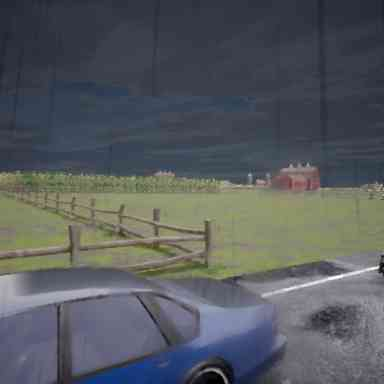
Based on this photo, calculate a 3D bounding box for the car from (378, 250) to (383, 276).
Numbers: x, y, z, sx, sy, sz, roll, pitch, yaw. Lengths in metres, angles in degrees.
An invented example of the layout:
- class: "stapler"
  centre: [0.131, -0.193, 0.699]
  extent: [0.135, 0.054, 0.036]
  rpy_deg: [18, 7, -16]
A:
- class: "car"
  centre: [6.717, 1.580, 8.677]
  extent: [4.181, 1.385, 1.994]
  rpy_deg: [0, 1, -35]

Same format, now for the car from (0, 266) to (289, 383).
- class: "car"
  centre: [-1.465, 1.495, 2.977]
  extent: [5.357, 1.411, 2.033]
  rpy_deg: [0, 1, -35]
